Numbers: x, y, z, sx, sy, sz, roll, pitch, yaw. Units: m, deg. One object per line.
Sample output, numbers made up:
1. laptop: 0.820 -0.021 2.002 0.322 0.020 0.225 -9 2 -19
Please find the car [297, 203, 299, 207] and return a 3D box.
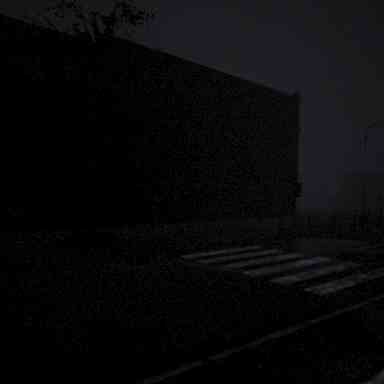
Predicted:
1. car: 23.644 2.884 79.039 2.163 1.488 4.792 1 -1 43
